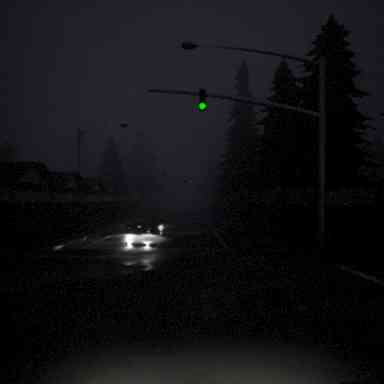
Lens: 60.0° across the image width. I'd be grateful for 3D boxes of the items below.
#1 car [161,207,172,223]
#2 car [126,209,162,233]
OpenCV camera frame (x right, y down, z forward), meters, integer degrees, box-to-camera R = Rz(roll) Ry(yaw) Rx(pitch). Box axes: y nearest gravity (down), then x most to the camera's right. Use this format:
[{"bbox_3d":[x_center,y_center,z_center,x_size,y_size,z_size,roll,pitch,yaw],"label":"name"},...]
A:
[{"bbox_3d":[-3.617,2.512,35.235,2.033,1.411,5.357,1,-2,0],"label":"car"},{"bbox_3d":[-3.618,2.256,24.862,1.994,1.385,4.181,1,-2,0],"label":"car"}]
